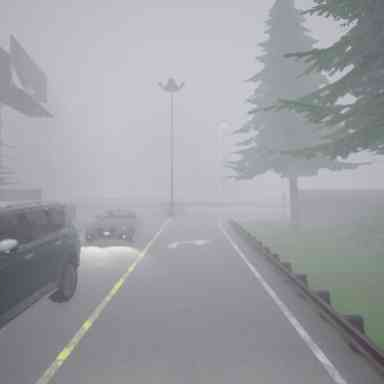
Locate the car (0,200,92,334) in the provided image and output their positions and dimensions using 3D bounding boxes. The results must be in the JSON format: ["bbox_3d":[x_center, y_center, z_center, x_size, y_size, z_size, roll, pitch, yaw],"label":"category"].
[{"bbox_3d":[-3.574,1.200,5.303,2.150,2.045,5.566,0,0,0],"label":"car"}]

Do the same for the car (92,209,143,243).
[{"bbox_3d":[-3.505,1.498,15.639,1.994,1.385,4.181,0,0,0],"label":"car"}]
